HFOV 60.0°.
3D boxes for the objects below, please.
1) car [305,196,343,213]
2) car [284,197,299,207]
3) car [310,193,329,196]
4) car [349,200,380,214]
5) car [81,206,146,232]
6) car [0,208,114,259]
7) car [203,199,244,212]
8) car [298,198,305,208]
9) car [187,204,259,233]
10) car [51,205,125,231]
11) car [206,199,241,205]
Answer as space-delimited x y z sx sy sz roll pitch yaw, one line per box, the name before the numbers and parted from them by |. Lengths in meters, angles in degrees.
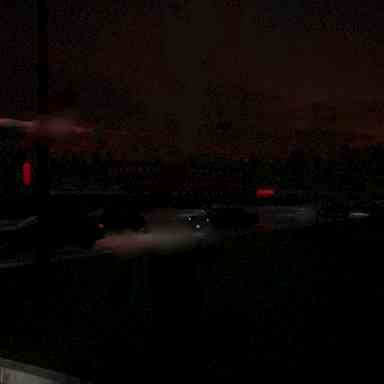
car | 15.106 1.489 37.131 4.902 1.511 2.128 0 0 -43
car | 16.436 1.521 52.574 4.718 1.301 1.895 0 0 -43
car | 18.811 1.243 50.003 5.566 2.045 2.150 0 0 -43
car | 18.306 1.554 35.320 4.181 1.385 1.994 0 0 -43
car | -4.759 1.548 18.566 4.674 1.442 1.812 0 0 -43
car | -5.685 1.546 12.907 4.674 1.442 1.812 0 0 -43
car | 3.960 1.570 41.124 5.357 1.411 2.033 0 0 -43
car | 16.416 1.547 43.088 5.357 1.411 2.033 0 0 -42
car | 1.934 1.612 20.057 4.718 1.301 1.895 0 0 -43
car | -6.674 1.592 21.583 4.181 1.385 1.994 0 0 -43
car | 3.257 1.621 35.680 4.718 1.301 1.895 0 0 -43
